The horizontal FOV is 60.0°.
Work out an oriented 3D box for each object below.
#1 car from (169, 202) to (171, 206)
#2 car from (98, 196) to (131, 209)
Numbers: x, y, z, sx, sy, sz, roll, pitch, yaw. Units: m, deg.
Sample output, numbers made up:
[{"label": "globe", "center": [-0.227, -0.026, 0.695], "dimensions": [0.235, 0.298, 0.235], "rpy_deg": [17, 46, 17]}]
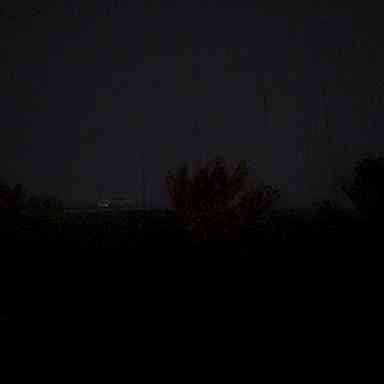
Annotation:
[{"label": "car", "center": [-2.270, 1.776, 66.933], "dimensions": [2.150, 2.045, 5.566], "rpy_deg": [-1, -1, 36]}, {"label": "car", "center": [-12.265, 1.678, 53.227], "dimensions": [2.150, 2.045, 5.566], "rpy_deg": [-1, -1, 36]}]
